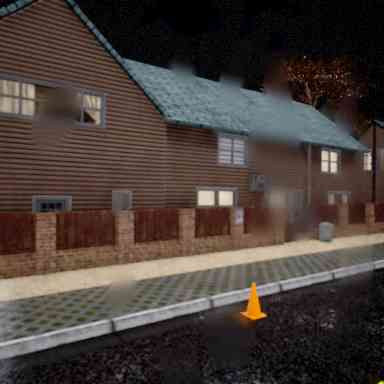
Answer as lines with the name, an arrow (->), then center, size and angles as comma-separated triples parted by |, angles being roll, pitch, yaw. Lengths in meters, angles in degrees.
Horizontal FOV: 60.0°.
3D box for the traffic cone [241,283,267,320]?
traffic cone -> 1.138, 1.976, 6.126 | 0.340, 0.580, 0.340 | 0, 0, -34
